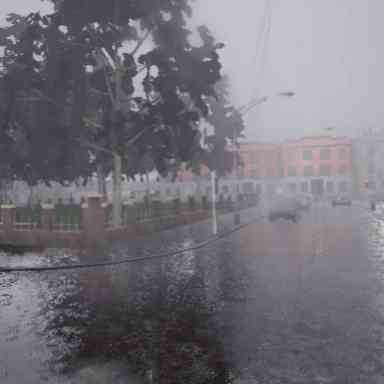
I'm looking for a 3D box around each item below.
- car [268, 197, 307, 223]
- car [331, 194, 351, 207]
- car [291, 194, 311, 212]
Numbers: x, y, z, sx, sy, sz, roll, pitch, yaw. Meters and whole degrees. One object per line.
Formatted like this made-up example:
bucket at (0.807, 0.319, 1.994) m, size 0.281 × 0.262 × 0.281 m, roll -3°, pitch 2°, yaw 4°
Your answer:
car at (6.714, 1.315, 23.706) m, size 2.033 × 1.411 × 5.357 m, roll -2°, pitch 0°, yaw 23°
car at (17.593, 0.972, 39.316) m, size 1.994 × 1.385 × 4.181 m, roll -2°, pitch 0°, yaw 20°
car at (10.620, 0.988, 33.069) m, size 2.097 × 1.767 × 4.553 m, roll -2°, pitch 0°, yaw 23°
